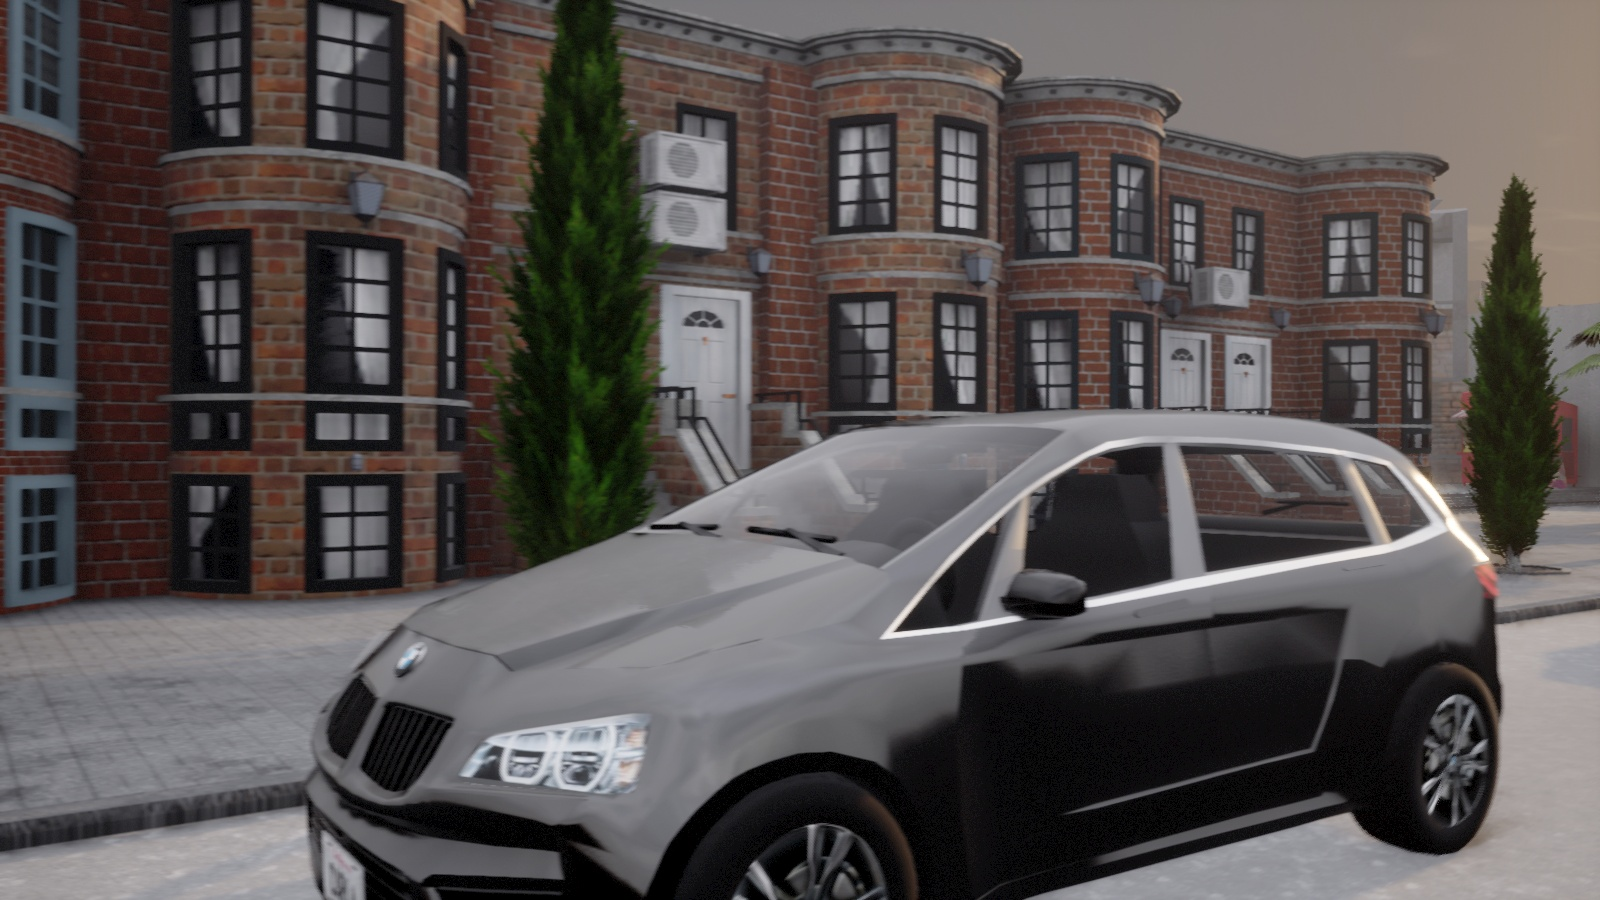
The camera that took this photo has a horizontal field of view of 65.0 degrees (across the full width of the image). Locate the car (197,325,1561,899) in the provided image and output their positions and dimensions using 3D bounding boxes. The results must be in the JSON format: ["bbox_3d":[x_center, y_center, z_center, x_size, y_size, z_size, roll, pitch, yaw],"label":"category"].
[{"bbox_3d":[0.505,0.599,4.619,4.611,1.667,2.242,0,0,-35],"label":"car"}]
